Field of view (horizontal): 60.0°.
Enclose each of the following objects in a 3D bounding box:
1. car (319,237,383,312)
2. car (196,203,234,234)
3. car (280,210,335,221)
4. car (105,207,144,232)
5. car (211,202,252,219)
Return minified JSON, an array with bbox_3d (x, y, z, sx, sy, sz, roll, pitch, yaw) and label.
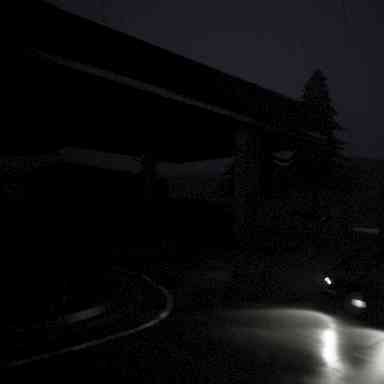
[{"bbox_3d":[5.276,1.798,8.027,5.357,1.411,2.033,1,-3,-38],"label":"car"},{"bbox_3d":[1.950,1.806,23.310,1.905,1.878,3.866,1,-1,-37],"label":"car"},{"bbox_3d":[10.423,2.317,30.218,1.895,1.301,4.718,1,-1,-36],"label":"car"},{"bbox_3d":[-5.184,1.858,23.354,2.242,1.667,4.611,1,-1,-37],"label":"car"},{"bbox_3d":[4.499,2.073,38.241,2.097,1.767,4.553,1,-1,-37],"label":"car"}]
